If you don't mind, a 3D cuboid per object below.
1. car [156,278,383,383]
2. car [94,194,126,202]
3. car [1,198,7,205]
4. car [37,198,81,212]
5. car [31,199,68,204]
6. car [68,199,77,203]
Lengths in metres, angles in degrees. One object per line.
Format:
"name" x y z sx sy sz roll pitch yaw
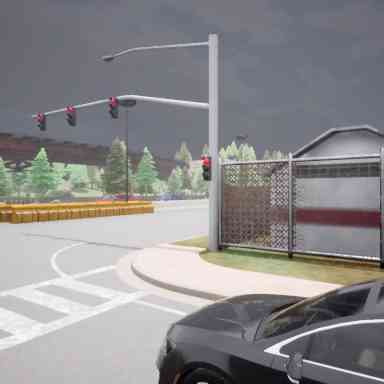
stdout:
"car" 1.873 1.505 2.671 4.892 1.490 1.837 0 0 36
"car" -8.743 1.221 37.910 2.150 2.045 5.566 0 0 34
"car" -20.676 1.352 32.635 2.097 1.767 4.553 0 0 34
"car" -15.841 1.526 39.857 1.812 1.442 4.674 0 0 34
"car" -13.879 1.564 30.200 1.994 1.385 4.181 0 0 33
"car" -14.903 1.601 34.978 1.895 1.301 4.718 0 0 34
